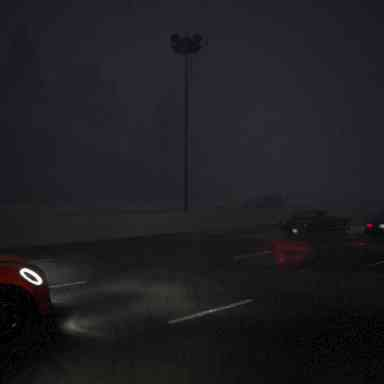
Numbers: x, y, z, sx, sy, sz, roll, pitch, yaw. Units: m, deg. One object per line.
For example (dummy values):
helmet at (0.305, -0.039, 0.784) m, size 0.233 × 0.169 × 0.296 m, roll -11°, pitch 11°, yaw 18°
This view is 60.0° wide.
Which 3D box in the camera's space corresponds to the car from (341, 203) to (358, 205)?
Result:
car at (32.551, 1.582, 68.448) m, size 2.150 × 2.045 × 5.566 m, roll 0°, pitch 0°, yaw 45°

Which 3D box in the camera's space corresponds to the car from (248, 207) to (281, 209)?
car at (6.995, 1.372, 32.857) m, size 5.566 × 2.045 × 2.150 m, roll 1°, pitch -1°, yaw -44°

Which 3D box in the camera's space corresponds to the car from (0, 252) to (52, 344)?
car at (-4.567, 1.360, 4.904) m, size 4.553 × 1.767 × 2.097 m, roll 0°, pitch 0°, yaw -36°

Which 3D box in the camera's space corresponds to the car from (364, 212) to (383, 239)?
car at (10.630, 1.643, 16.917) m, size 5.357 × 1.411 × 2.033 m, roll 0°, pitch 0°, yaw -41°

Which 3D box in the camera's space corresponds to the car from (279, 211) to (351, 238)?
car at (6.896, 1.691, 18.308) m, size 4.718 × 1.301 × 1.895 m, roll 0°, pitch 0°, yaw -41°
